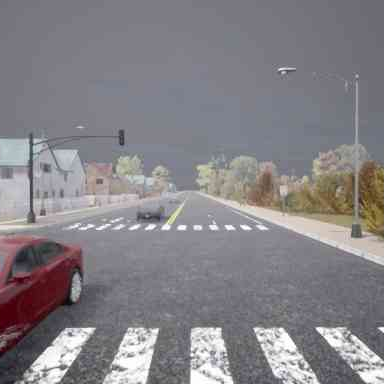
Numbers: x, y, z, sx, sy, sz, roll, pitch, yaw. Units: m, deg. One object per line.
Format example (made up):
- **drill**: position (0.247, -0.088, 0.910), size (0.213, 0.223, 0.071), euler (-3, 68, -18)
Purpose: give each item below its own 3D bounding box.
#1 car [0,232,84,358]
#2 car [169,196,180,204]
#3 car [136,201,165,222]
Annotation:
- **car**: position (-3.252, 1.487, 5.201), size (1.882, 1.535, 5.008), euler (0, 0, 0)
- **car**: position (-3.254, 1.470, 62.000), size (1.812, 1.442, 4.674), euler (0, 0, 0)
- **car**: position (-3.253, 1.481, 26.791), size (1.882, 1.535, 5.008), euler (0, 0, 0)
